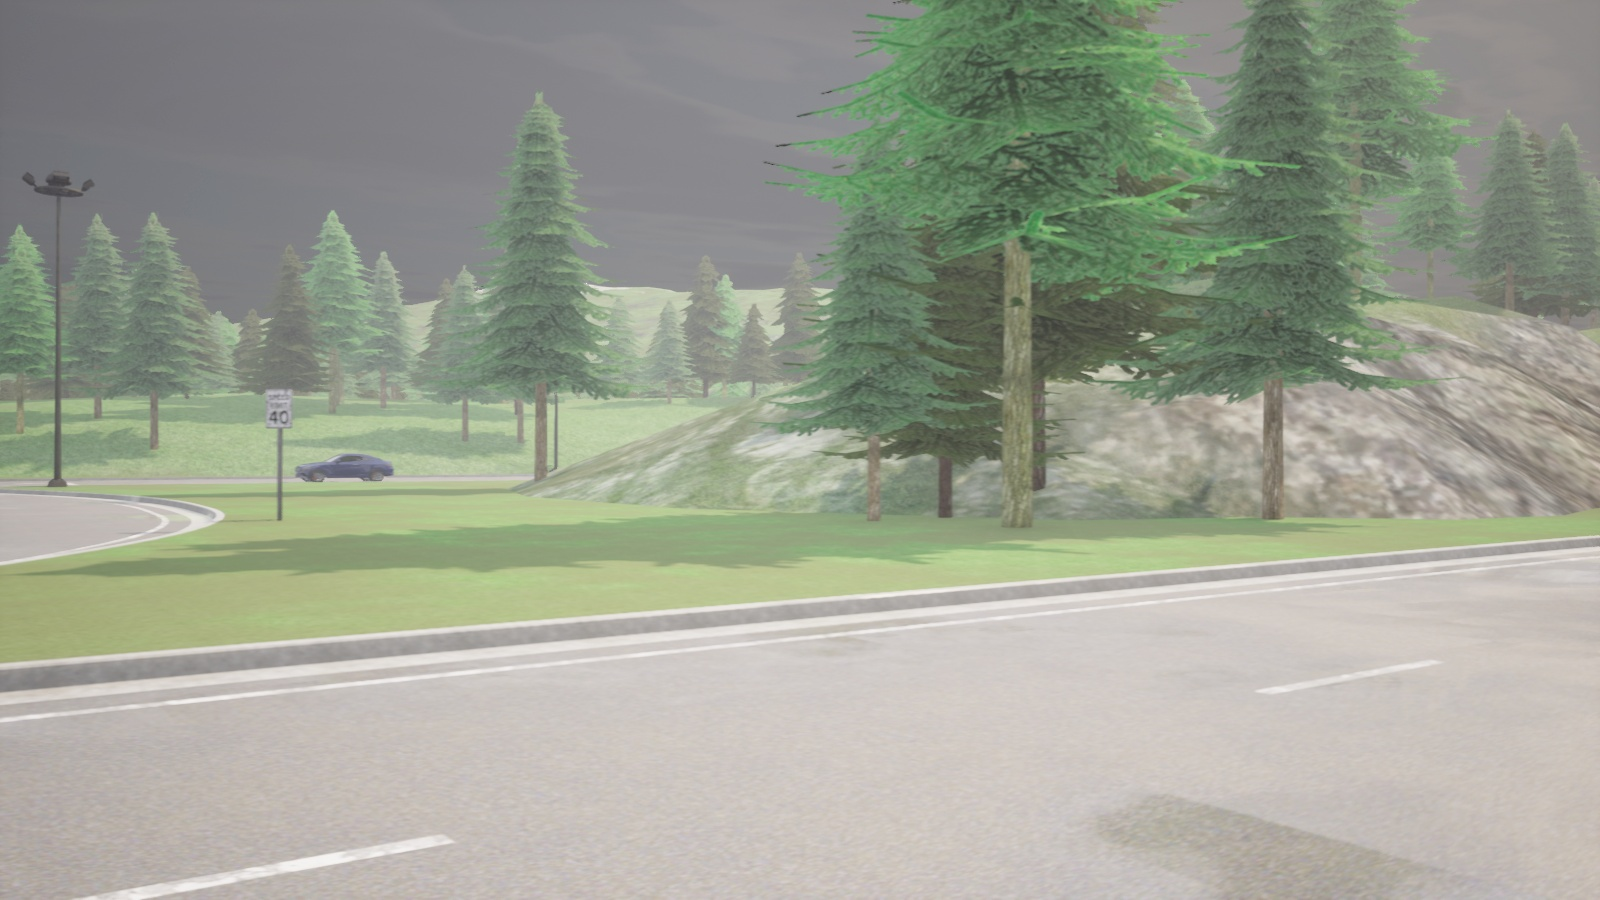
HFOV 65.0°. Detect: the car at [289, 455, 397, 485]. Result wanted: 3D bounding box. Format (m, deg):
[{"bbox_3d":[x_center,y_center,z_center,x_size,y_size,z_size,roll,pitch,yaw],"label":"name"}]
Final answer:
[{"bbox_3d":[-22.584,0.976,62.129,4.674,1.442,1.812,0,0,-35],"label":"car"}]
